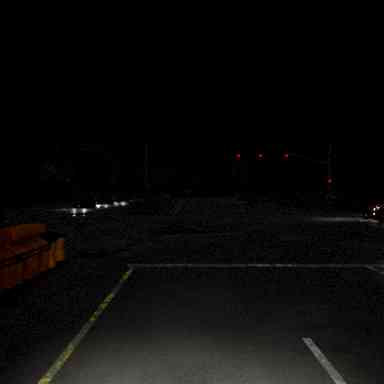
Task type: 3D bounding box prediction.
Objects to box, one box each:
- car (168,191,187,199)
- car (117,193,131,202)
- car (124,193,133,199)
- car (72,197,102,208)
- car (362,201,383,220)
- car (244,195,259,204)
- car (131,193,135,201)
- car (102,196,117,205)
[{"bbox_3d":[-4.265,0.822,95.294,2.150,2.045,5.566,0,0,-22],"label":"car"},{"bbox_3d":[-14.004,1.332,66.297,1.895,1.301,4.718,0,0,0],"label":"car"},{"bbox_3d":[-17.432,1.123,90.568,1.837,1.490,4.892,0,0,-18],"label":"car"},{"bbox_3d":[-14.091,1.376,44.106,2.033,1.411,5.357,0,0,0],"label":"car"},{"bbox_3d":[16.079,1.264,26.445,4.553,1.767,2.097,0,0,-1],"label":"car"},{"bbox_3d":[10.608,1.308,59.533,2.033,1.411,5.357,0,0,0],"label":"car"},{"bbox_3d":[-14.362,1.041,76.501,2.097,1.767,4.553,0,0,-3],"label":"car"},{"bbox_3d":[-14.077,1.349,54.086,1.994,1.385,4.181,0,0,0],"label":"car"}]
